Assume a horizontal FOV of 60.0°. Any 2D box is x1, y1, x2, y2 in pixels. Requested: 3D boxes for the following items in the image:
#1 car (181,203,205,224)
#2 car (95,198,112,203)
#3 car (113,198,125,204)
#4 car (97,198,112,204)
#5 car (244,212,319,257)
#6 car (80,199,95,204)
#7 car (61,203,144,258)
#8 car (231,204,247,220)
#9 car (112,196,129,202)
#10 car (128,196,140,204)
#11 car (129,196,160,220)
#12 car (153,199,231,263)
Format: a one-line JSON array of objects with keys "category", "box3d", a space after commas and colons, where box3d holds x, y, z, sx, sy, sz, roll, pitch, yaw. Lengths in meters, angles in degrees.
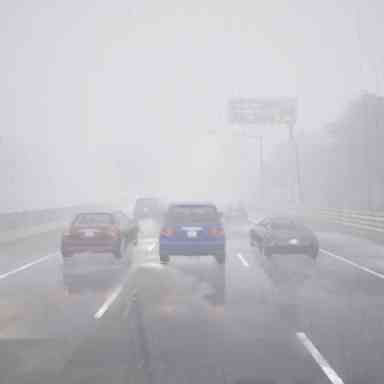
[{"category": "car", "box3d": [0.102, 1.742, 28.424, 1.837, 1.490, 4.892, 0, 0, 1]}, {"category": "car", "box3d": [-17.065, 1.975, 65.928, 1.882, 1.535, 5.008, 0, 0, 1]}, {"category": "car", "box3d": [-16.900, 2.077, 77.281, 1.812, 1.442, 4.674, 0, 0, 1]}, {"category": "car", "box3d": [-20.393, 2.096, 77.753, 2.033, 1.411, 5.357, 0, 0, 1]}, {"category": "car", "box3d": [3.539, 1.688, 13.448, 1.994, 1.385, 4.181, 0, 0, 1]}, {"category": "car", "box3d": [-20.563, 2.037, 65.962, 2.033, 1.411, 5.357, 0, 0, 1]}, {"category": "car", "box3d": [-3.460, 1.473, 13.384, 2.097, 1.767, 4.553, 0, -1, 1]}, {"category": "car", "box3d": [3.602, 1.728, 28.413, 2.128, 1.511, 4.902, 0, 0, 1]}, {"category": "car", "box3d": [-13.567, 1.721, 65.854, 2.150, 2.045, 5.566, 0, 0, 1]}, {"category": "car", "box3d": [-13.400, 1.908, 77.257, 2.097, 1.767, 4.553, 0, 0, 1]}, {"category": "car", "box3d": [-3.412, 1.453, 27.510, 2.150, 2.045, 5.566, 0, 0, 1]}, {"category": "car", "box3d": [0.028, 1.340, 12.521, 2.150, 2.045, 5.566, 0, 0, 1]}]
